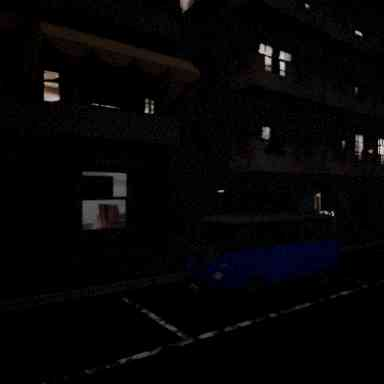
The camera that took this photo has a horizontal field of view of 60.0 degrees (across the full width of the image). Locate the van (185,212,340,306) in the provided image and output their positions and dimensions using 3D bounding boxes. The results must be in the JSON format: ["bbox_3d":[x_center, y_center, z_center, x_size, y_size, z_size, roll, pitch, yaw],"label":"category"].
[{"bbox_3d":[1.760,1.383,7.820,3.998,1.788,1.690,0,-1,-35],"label":"van"}]
